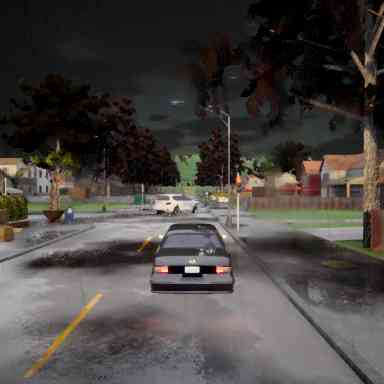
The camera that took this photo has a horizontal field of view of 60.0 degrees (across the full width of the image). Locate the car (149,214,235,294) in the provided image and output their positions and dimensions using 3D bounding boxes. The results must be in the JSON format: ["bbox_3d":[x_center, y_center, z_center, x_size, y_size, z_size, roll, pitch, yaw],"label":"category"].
[{"bbox_3d":[0.016,1.547,8.935,2.033,1.411,5.357,0,0,0],"label":"car"}]

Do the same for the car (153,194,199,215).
[{"bbox_3d":[-1.506,1.221,33.233,2.150,2.045,5.566,1,1,34],"label":"car"}]
